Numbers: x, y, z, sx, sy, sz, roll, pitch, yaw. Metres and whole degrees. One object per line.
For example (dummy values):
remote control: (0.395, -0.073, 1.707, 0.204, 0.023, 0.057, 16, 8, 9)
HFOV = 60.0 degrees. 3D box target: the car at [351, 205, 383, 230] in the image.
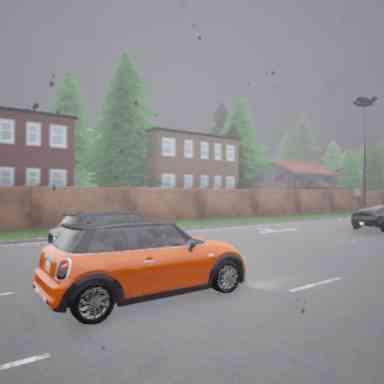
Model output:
car: (11.889, 1.595, 20.861, 4.892, 1.490, 1.837, 0, 0, -36)

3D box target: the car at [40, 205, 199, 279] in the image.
car: (-2.226, 1.377, 10.760, 4.553, 1.767, 2.097, 0, 0, -36)

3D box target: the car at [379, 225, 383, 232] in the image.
car: (7.035, 1.607, 8.780, 4.181, 1.385, 1.994, 0, 0, -36)

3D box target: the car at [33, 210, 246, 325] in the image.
car: (-0.933, 1.370, 7.384, 4.553, 1.767, 2.097, 0, 0, -36)
